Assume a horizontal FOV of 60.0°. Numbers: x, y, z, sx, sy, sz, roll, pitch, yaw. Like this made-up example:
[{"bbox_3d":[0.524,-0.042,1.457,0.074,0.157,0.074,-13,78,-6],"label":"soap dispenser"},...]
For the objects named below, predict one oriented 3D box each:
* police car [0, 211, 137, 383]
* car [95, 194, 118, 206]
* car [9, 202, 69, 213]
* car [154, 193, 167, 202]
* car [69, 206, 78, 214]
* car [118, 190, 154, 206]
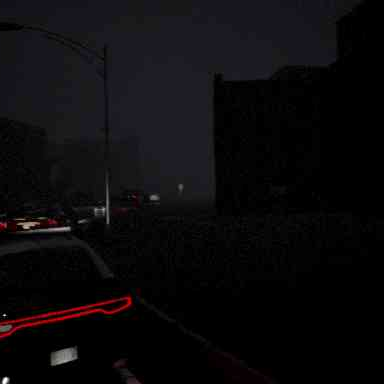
[{"bbox_3d":[-2.592,1.373,5.421,1.930,1.638,5.238,-2,1,-32],"label":"police car"},{"bbox_3d":[-10.906,0.986,43.279,2.128,1.511,4.902,0,1,10],"label":"car"},{"bbox_3d":[-6.448,1.237,13.763,2.097,1.767,4.553,-1,1,-18],"label":"car"},{"bbox_3d":[-5.500,0.835,53.103,1.812,1.442,4.674,0,1,11],"label":"car"},{"bbox_3d":[-7.829,1.353,19.229,1.812,1.442,4.674,-1,1,-10],"label":"car"},{"bbox_3d":[-7.270,0.691,43.537,2.150,2.045,5.566,0,1,11],"label":"car"}]
